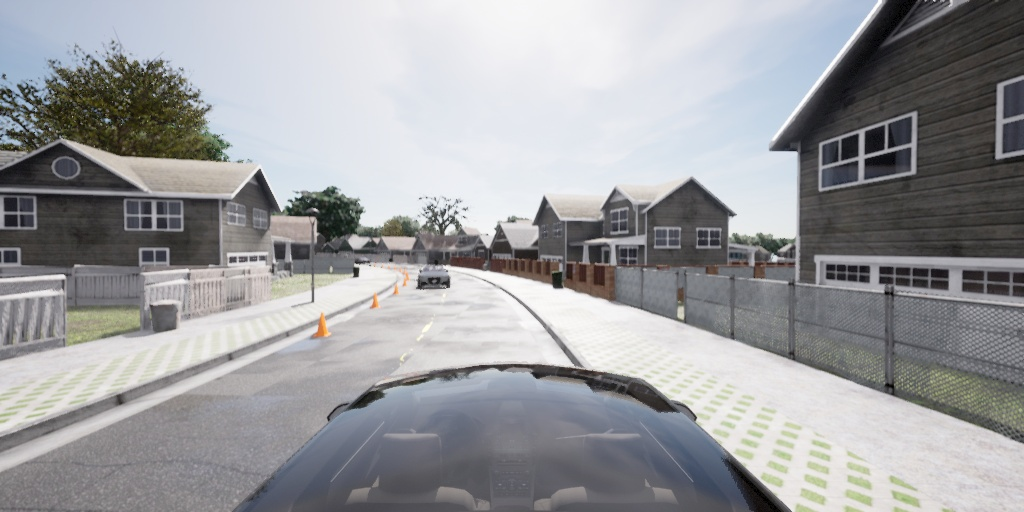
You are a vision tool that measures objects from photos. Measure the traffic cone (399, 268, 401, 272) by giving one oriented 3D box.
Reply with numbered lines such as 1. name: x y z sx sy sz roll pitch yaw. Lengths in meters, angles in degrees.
1. traffic cone: -13.093 1.571 41.981 0.340 0.580 0.340 0 0 -24

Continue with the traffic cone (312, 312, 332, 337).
1. traffic cone: -4.752 1.696 8.980 0.340 0.580 0.340 0 0 -5

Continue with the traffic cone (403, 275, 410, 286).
1. traffic cone: -6.999 1.683 23.449 0.340 0.580 0.340 0 0 -13

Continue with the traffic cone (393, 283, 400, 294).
1. traffic cone: -6.024 1.692 18.663 0.340 0.580 0.340 0 0 -10

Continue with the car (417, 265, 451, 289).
1. car: -5.000 1.287 23.062 1.994 1.385 4.181 0 0 -13

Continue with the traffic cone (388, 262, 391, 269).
1. traffic cone: -17.409 1.476 50.740 0.340 0.580 0.340 0 0 -29

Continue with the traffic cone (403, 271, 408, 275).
1. traffic cone: -8.195 1.666 28.184 0.340 0.580 0.340 0 0 -16

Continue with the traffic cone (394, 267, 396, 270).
1. traffic cone: -15.149 1.524 46.411 0.340 0.580 0.340 0 0 -26

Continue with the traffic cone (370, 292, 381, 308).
1. traffic cone: -5.274 1.695 13.837 0.340 0.580 0.340 0 0 -7
